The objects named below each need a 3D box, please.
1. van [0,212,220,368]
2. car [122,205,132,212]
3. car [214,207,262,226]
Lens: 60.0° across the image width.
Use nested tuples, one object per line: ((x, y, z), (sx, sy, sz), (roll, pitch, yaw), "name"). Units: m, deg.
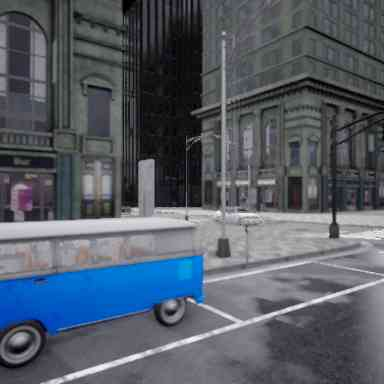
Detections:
((-1.673, 1.350, 5.458), (3.998, 1.788, 1.690), (0, 0, -35), "van")
((-10.281, 2.458, 47.350), (1.895, 1.301, 4.718), (0, -1, -35), "car")
((3.673, 1.960, 27.559), (1.812, 1.442, 4.674), (0, -1, -35), "car")
